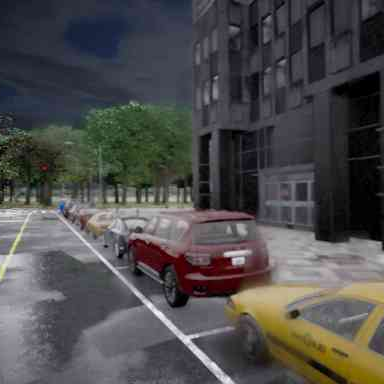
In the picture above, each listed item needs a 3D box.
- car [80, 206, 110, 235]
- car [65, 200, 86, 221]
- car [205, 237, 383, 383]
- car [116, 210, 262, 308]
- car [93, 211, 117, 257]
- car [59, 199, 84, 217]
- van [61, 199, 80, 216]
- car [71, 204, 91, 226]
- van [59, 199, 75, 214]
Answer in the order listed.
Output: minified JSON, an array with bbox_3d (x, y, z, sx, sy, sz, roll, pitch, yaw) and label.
[{"bbox_3d":[-4.773,1.675,18.229,1.752,1.417,4.829,-1,0,-25],"label":"car"},{"bbox_3d":[-9.258,1.699,27.950,1.967,1.590,4.097,-1,0,-25],"label":"car"},{"bbox_3d":[2.059,1.512,3.417,1.752,1.417,4.829,-1,0,-25],"label":"car"},{"bbox_3d":[-0.151,1.354,8.201,2.192,1.841,5.009,-1,0,-25],"label":"car"},{"bbox_3d":[-2.424,1.644,13.137,2.008,1.369,4.403,-1,0,-25],"label":"car"},{"bbox_3d":[-11.537,1.630,32.888,2.192,1.841,5.009,-1,0,-25],"label":"car"},{"bbox_3d":[-13.814,1.712,37.825,1.690,1.788,3.998,-1,0,-25],"label":"van"},{"bbox_3d":[-6.979,1.748,23.012,1.887,1.381,4.507,-1,0,-25],"label":"car"},{"bbox_3d":[-16.091,1.768,42.763,1.690,1.788,3.998,-1,0,-25],"label":"van"}]
